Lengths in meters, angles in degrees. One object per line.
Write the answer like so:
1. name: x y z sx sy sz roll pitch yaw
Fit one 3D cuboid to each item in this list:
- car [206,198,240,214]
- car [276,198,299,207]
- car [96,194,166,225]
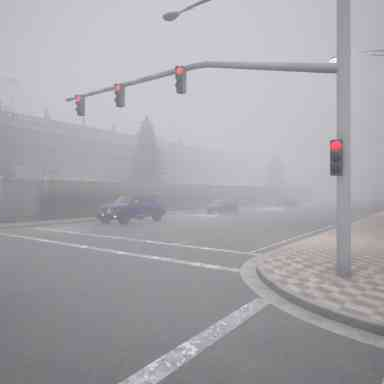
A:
1. car: 3.288 1.450 34.547 1.837 1.490 4.892 0 0 36
2. car: 14.199 1.546 49.322 1.895 1.301 4.718 0 0 37
3. car: -4.263 1.168 24.238 2.150 2.045 5.566 0 0 36
